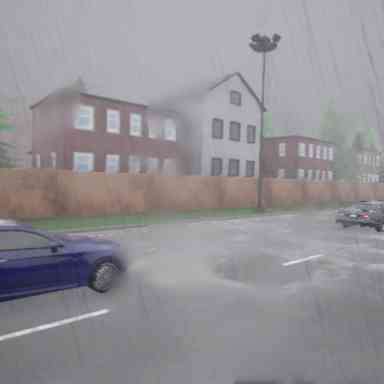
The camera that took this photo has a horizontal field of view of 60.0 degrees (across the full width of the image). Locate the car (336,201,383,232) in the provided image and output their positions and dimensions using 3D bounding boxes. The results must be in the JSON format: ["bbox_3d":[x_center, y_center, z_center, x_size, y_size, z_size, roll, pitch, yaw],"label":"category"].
[{"bbox_3d":[9.486,1.165,17.326,5.357,1.411,2.033,0,3,-41],"label":"car"}]

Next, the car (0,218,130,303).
[{"bbox_3d":[-3.395,1.223,6.062,4.674,1.442,1.812,0,2,-41],"label":"car"}]
